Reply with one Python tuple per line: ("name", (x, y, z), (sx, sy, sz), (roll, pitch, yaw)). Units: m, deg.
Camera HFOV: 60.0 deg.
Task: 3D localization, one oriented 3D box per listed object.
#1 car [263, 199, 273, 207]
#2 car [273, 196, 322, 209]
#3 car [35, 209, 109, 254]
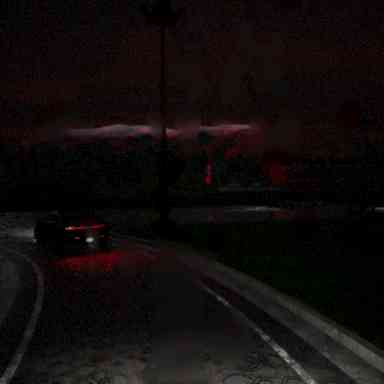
("car", (11.451, 1.163, 40.876), (5.357, 1.411, 2.033), (-1, 0, -13))
("car", (12.016, 1.232, 37.414), (4.718, 1.301, 1.895), (-1, 0, -13))
("car", (-5.018, 1.455, 13.562), (2.128, 1.511, 4.902), (-1, 0, -37))
